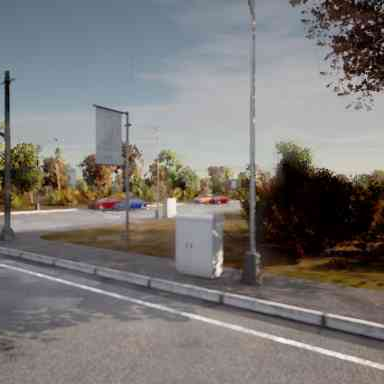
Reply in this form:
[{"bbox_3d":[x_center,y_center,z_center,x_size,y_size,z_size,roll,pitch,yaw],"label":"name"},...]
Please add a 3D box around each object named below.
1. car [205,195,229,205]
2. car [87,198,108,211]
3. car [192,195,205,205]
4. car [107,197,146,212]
[{"bbox_3d":[4.720,1.447,57.966,1.882,1.535,5.008,0,0,33],"label":"car"},{"bbox_3d":[-10.473,1.444,40.735,1.882,1.535,5.008,0,0,32],"label":"car"},{"bbox_3d":[1.975,1.315,60.164,2.097,1.767,4.553,0,0,33],"label":"car"},{"bbox_3d":[-7.304,1.496,39.196,1.812,1.442,4.674,0,0,32],"label":"car"}]
